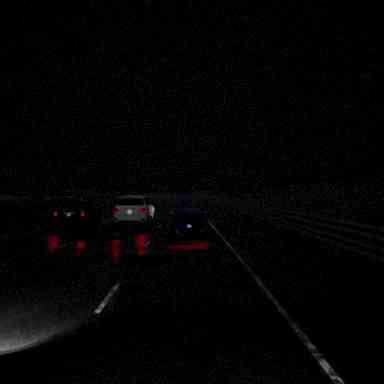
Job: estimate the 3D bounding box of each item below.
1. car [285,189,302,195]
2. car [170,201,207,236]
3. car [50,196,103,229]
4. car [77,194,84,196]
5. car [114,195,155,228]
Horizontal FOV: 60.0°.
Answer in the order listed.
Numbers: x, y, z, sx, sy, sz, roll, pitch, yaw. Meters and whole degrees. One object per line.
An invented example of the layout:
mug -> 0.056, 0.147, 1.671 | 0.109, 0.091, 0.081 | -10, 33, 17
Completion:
car -> 22.110, 0.185, 72.607 | 1.812, 1.442, 4.674 | 0, -4, -15
car -> -0.197, 1.493, 18.627 | 1.882, 1.535, 5.008 | 0, 0, -1
car -> -7.269, 1.365, 21.599 | 2.097, 1.767, 4.553 | 0, 0, -1
car -> -22.465, 1.341, 66.904 | 2.097, 1.767, 4.553 | 0, 0, -1
car -> -3.799, 1.237, 22.494 | 2.150, 2.045, 5.566 | 0, 0, -2
